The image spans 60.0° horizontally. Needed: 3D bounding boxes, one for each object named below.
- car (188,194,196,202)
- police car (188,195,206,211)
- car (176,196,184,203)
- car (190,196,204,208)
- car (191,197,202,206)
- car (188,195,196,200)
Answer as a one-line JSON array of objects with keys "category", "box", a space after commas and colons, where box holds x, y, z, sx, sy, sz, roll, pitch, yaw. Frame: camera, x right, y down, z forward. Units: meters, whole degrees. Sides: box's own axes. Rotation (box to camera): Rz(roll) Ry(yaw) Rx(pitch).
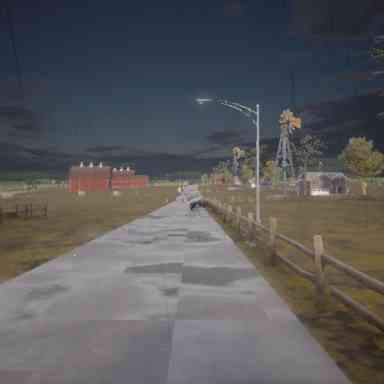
[{"category": "car", "box": [0.001, 1.463, 80.064, 2.097, 1.767, 4.553, 0, 0, 0]}, {"category": "police car", "box": [0.581, 1.360, 43.738, 1.930, 1.638, 5.238, -19, 2, 1]}, {"category": "car", "box": [-2.750, 1.689, 75.940, 1.812, 1.442, 4.674, 0, 0, 0]}, {"category": "car", "box": [0.750, 1.531, 53.618, 2.097, 1.767, 4.553, -1, 0, 0]}, {"category": "car", "box": [0.825, 1.734, 59.658, 1.837, 1.490, 4.892, 0, 0, 0]}, {"category": "car", "box": [0.001, 1.536, 95.091, 2.128, 1.511, 4.902, 0, 1, 0]}]
